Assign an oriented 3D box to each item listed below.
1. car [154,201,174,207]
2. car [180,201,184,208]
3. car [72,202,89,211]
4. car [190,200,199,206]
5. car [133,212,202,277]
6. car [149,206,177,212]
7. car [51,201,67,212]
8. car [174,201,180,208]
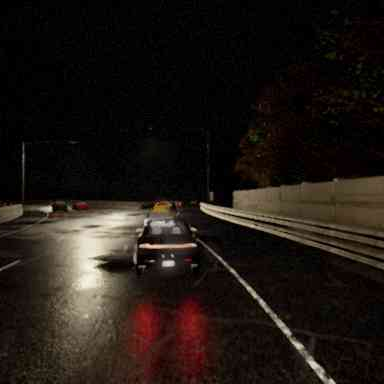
[{"bbox_3d":[-3.373,1.926,38.438,1.882,1.535,5.008,0,-1,-2],"label":"car"},{"bbox_3d":[-2.534,2.302,60.768,1.895,1.301,4.718,0,-1,6],"label":"car"},{"bbox_3d":[-17.595,2.210,52.408,1.994,1.385,4.181,0,-1,-29],"label":"car"},{"bbox_3d":[0.735,2.867,88.616,1.882,1.535,5.008,0,-3,7],"label":"car"},{"bbox_3d":[-0.824,1.618,10.769,2.128,1.511,4.902,0,-1,-5],"label":"car"},{"bbox_3d":[-2.200,1.863,22.333,1.895,1.301,4.718,0,-1,-7],"label":"car"},{"bbox_3d":[-19.141,2.091,47.951,2.128,1.511,4.902,0,-1,-27],"label":"car"},{"bbox_3d":[-3.341,2.070,49.818,2.128,1.511,4.902,0,-1,2],"label":"car"}]
